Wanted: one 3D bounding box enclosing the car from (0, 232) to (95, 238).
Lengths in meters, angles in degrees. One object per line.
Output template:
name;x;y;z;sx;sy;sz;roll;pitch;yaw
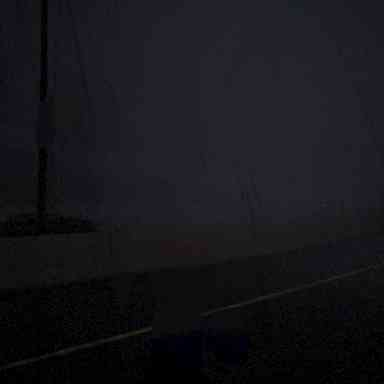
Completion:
car;-6.101;1.534;12.533;4.902;1.511;2.128;1;0;-36
